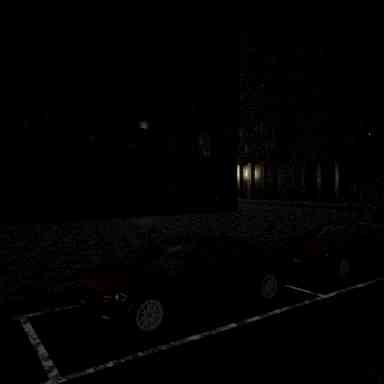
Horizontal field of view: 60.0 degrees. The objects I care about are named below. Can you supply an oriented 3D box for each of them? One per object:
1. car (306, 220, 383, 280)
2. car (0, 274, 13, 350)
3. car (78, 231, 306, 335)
[{"bbox_3d":[4.539,1.546,9.920,4.507,1.381,1.887,0,0,-36],"label":"car"},{"bbox_3d":[-4.447,1.544,3.488,4.507,1.381,1.887,0,0,-36],"label":"car"},{"bbox_3d":[0.046,1.545,6.704,4.507,1.381,1.887,0,0,-36],"label":"car"}]
